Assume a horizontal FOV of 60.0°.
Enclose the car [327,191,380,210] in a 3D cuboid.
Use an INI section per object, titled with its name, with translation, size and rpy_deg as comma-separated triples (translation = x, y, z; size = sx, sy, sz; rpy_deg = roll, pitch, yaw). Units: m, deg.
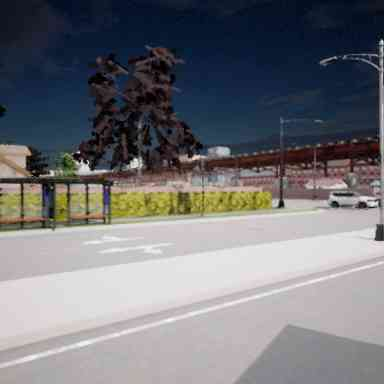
[car]
translation = 18.619, 0.941, 38.719
size = 2.150, 2.045, 5.566
rpy_deg = -1, 0, -35
